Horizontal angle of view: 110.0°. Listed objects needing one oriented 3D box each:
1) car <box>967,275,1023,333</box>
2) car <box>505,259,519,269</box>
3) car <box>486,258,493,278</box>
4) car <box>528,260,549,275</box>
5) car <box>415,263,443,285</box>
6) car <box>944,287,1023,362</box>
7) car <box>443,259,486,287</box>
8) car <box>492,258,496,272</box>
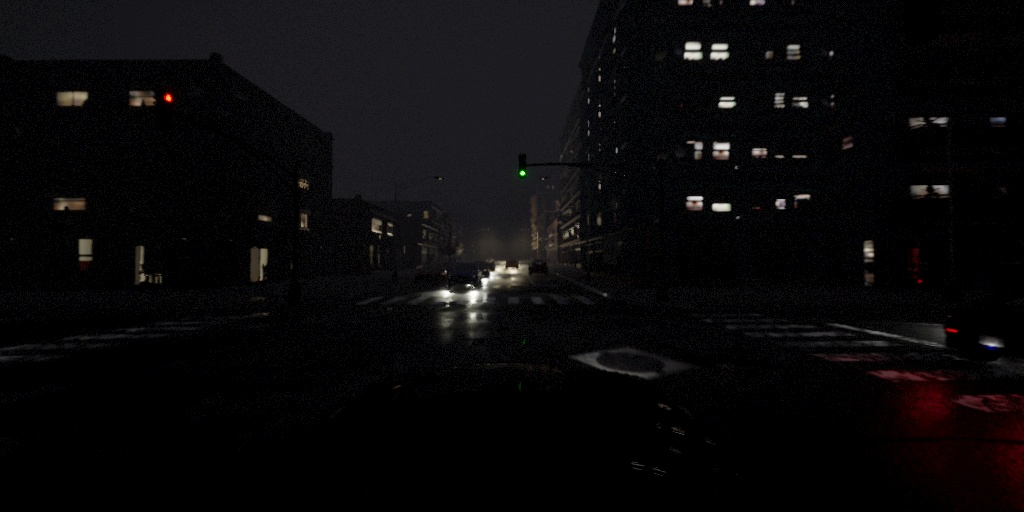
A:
[{"bbox_3d":[14.735,1.201,8.945,4.181,1.385,1.994,0,-1,1],"label":"car"},{"bbox_3d":[0.014,1.157,53.294,1.882,1.535,5.008,0,0,0],"label":"car"},{"bbox_3d":[-3.075,1.231,34.053,1.812,1.442,4.674,0,0,0],"label":"car"},{"bbox_3d":[2.701,1.140,37.471,1.967,1.591,4.097,0,0,0],"label":"car"},{"bbox_3d":[-5.760,1.261,26.043,1.888,1.381,4.507,0,0,0],"label":"car"},{"bbox_3d":[9.794,1.146,5.776,4.674,1.442,1.812,0,-2,-4],"label":"car"},{"bbox_3d":[-3.083,1.197,24.268,1.882,1.535,5.008,0,0,0],"label":"car"},{"bbox_3d":[-3.060,1.292,44.896,1.895,1.301,4.718,0,0,0],"label":"car"}]
